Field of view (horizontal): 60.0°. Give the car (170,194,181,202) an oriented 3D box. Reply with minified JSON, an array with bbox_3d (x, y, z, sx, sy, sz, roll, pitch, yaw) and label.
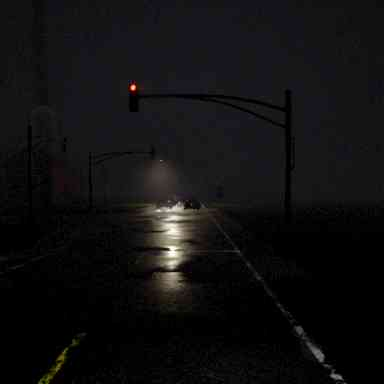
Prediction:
[{"bbox_3d":[-3.501,1.266,72.458,2.097,1.767,4.553,0,0,0],"label":"car"}]

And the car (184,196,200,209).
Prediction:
[{"bbox_3d":[-0.010,1.531,43.688,1.994,1.385,4.181,0,0,1],"label":"car"}]

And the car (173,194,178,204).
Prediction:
[{"bbox_3d":[-3.581,1.479,53.131,1.812,1.442,4.674,0,0,0],"label":"car"}]

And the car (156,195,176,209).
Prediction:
[{"bbox_3d":[-3.591,1.530,44.470,1.994,1.385,4.181,0,0,0],"label":"car"}]

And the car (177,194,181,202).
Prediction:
[{"bbox_3d":[-3.562,1.416,62.482,1.882,1.535,5.008,0,0,1],"label":"car"}]

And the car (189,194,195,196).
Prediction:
[{"bbox_3d":[-0.004,1.387,86.362,1.837,1.490,4.892,0,0,0],"label":"car"}]
